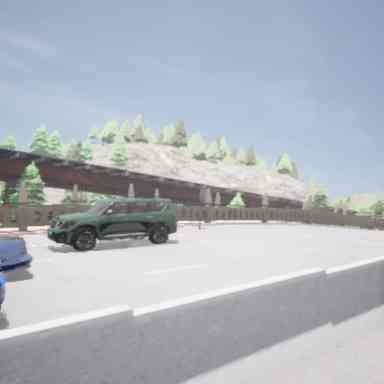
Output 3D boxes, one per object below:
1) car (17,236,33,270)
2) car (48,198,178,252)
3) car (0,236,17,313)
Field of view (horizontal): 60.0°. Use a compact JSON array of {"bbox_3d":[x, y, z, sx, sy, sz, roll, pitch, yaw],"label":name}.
[{"bbox_3d":[-6.738,1.534,7.784,5.357,1.411,2.033,1,0,-36],"label":"car"},{"bbox_3d":[-3.245,1.282,14.563,5.566,2.045,2.150,1,0,-35],"label":"car"},{"bbox_3d":[-5.350,1.456,4.471,5.008,1.535,1.882,1,0,-35],"label":"car"}]
